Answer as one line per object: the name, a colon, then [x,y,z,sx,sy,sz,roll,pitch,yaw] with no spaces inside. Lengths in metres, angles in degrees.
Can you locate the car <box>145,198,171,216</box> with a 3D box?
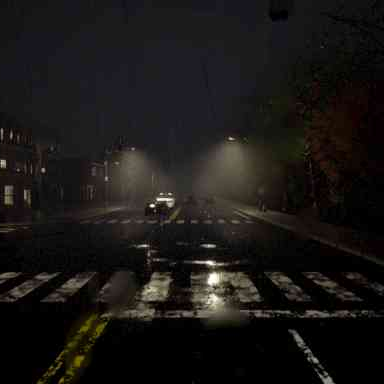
car: [-3.414,1.554,32.750,1.994,1.385,4.181,0,0,0]

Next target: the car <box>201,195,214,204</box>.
car: [3.208,1.577,63.245,1.895,1.301,4.718,0,0,0]

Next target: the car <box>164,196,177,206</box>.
car: [-3.448,1.485,53.619,1.837,1.490,4.892,0,0,0]

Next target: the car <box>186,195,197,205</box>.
car: [-0.051,1.524,59.041,2.033,1.411,5.357,0,0,2]

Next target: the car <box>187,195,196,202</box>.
car: [-0.168,1.470,73.297,1.837,1.490,4.892,0,0,0]

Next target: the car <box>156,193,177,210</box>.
car: [-3.431,1.207,43.151,2.150,2.045,5.566,0,0,0]

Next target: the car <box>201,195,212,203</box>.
car: [3.082,1.494,73.250,2.128,1.511,4.902,0,0,0]
